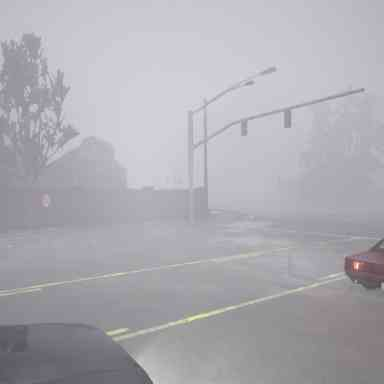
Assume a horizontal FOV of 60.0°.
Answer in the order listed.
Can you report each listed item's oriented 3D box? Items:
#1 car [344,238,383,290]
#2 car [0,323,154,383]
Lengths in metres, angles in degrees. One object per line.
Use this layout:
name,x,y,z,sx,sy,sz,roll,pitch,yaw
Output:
car,5.708,1.597,7.801,4.718,1.301,1.895,0,0,-35
car,-2.782,1.545,1.754,5.357,1.411,2.033,0,0,-35
